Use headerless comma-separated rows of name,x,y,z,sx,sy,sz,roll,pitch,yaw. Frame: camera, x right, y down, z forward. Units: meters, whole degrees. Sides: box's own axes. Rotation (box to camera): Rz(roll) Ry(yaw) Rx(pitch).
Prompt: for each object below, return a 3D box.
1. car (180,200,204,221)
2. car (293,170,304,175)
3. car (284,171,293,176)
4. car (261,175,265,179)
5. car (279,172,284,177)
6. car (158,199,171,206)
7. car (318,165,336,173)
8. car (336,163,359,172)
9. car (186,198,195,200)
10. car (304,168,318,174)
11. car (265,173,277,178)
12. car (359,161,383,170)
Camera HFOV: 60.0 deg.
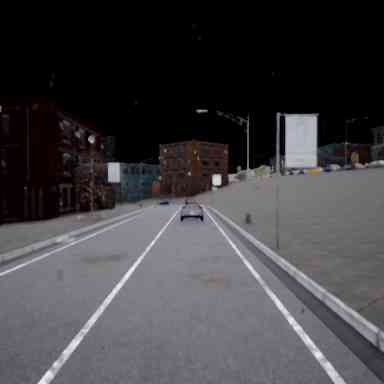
car,0.026,1.627,28.294,1.994,1.385,4.181,0,0,1
car,22.091,-3.677,64.938,2.002,1.452,4.674,0,1,-2
car,21.857,-3.801,70.480,2.231,1.521,4.892,0,1,-1
car,21.370,-3.982,92.428,2.002,1.452,4.674,0,1,-1
car,21.728,-3.866,75.998,2.231,1.521,4.892,0,1,-1
car,-5.580,2.124,66.346,1.895,1.301,4.718,0,-1,-15
car,22.912,-3.667,53.895,2.185,1.767,4.553,0,1,-5
car,23.532,-3.420,48.204,2.163,1.488,4.792,0,1,-6
car,-0.355,1.816,57.873,1.837,1.490,4.892,0,-2,-5
car,22.443,-3.629,59.401,2.097,1.535,5.008,0,1,-4
car,21.490,-4.096,86.935,2.185,1.767,4.553,0,1,-1
car,24.235,-3.322,42.730,2.002,1.452,4.674,0,1,-7
